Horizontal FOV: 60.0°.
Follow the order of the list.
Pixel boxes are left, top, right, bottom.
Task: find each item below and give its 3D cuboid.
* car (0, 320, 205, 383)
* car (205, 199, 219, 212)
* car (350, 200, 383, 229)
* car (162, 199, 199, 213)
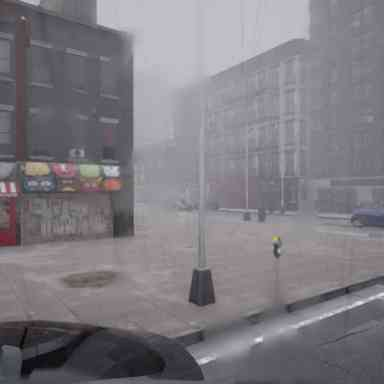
[{"bbox_3d":[-1.819,1.566,1.517,4.313,1.339,1.947,0,0,-35],"label":"car"},{"bbox_3d":[1.137,1.550,39.629,1.882,1.535,5.008,0,0,-35],"label":"car"},{"bbox_3d":[11.832,1.370,19.395,2.097,1.767,4.553,0,0,-38],"label":"car"},{"bbox_3d":[-1.691,1.588,38.524,1.837,1.490,4.892,0,0,-35],"label":"car"}]
